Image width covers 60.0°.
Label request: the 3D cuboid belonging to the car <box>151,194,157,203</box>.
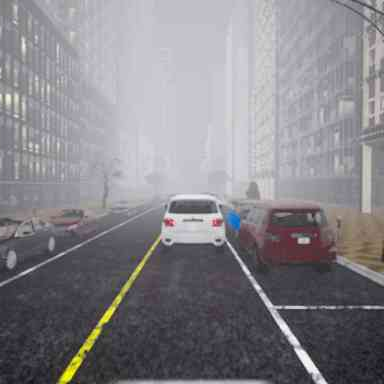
[{"bbox_3d":[-5.710,0.989,55.816,1.967,1.590,4.097,-1,0,0],"label":"car"}]

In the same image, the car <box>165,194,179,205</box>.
[{"bbox_3d":[-3.087,1.083,51.959,1.837,1.490,4.892,0,1,0],"label":"car"}]

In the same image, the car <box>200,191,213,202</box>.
[{"bbox_3d":[2.668,0.818,61.501,2.192,1.841,5.009,-1,0,0],"label":"car"}]

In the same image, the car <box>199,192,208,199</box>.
[{"bbox_3d":[2.666,0.804,78.552,1.967,1.590,4.097,-1,0,0],"label":"car"}]

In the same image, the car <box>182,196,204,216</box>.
[{"bbox_3d":[0.069,1.228,30.920,1.882,1.535,5.008,0,0,0],"label":"car"}]

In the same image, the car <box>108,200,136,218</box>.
[{"bbox_3d":[-5.703,1.330,27.400,2.008,1.369,4.403,-1,0,0],"label":"car"}]

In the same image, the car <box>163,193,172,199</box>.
[{"bbox_3d":[-5.714,0.930,78.551,1.947,1.339,4.313,-1,0,0],"label":"car"}]

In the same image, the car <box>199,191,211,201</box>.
[{"bbox_3d":[2.667,0.772,67.185,2.192,1.841,5.009,-1,0,0],"label":"car"}]

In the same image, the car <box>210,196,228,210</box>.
[{"bbox_3d":[3.141,1.209,39.233,1.812,1.442,4.674,0,0,0],"label":"car"}]

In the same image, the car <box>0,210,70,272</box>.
[{"bbox_3d":[-5.700,1.467,10.349,2.008,1.369,4.403,-1,0,0],"label":"car"}]

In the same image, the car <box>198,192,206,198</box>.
[{"bbox_3d":[2.663,0.710,89.919,1.967,1.590,4.097,-1,0,0],"label":"car"}]

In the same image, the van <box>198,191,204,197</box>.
[{"bbox_3d":[2.661,0.564,95.601,1.690,1.788,3.998,-1,0,0],"label":"van"}]

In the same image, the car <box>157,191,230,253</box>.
[{"bbox_3d":[0.061,1.116,13.238,2.150,2.045,5.566,0,1,0],"label":"car"}]

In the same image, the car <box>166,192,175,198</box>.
[{"bbox_3d":[-5.716,0.821,89.918,2.008,1.369,4.403,-1,0,0],"label":"car"}]

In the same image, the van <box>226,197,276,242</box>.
[{"bbox_3d":[2.678,1.211,16.033,1.690,1.788,3.998,-1,0,0],"label":"van"}]

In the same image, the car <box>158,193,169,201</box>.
[{"bbox_3d":[-5.711,0.983,67.014,1.752,1.417,4.829,-1,0,0],"label":"car"}]

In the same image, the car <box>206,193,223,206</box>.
[{"bbox_3d":[3.104,0.980,46.202,2.097,1.767,4.553,0,0,0],"label":"car"}]

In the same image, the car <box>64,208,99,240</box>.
[{"bbox_3d":[-5.701,1.452,16.033,1.802,1.307,4.206,-1,0,0],"label":"car"}]

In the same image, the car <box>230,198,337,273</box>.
[{"bbox_3d":[2.678,1.231,10.349,2.192,1.841,5.009,-1,0,0],"label":"car"}]
